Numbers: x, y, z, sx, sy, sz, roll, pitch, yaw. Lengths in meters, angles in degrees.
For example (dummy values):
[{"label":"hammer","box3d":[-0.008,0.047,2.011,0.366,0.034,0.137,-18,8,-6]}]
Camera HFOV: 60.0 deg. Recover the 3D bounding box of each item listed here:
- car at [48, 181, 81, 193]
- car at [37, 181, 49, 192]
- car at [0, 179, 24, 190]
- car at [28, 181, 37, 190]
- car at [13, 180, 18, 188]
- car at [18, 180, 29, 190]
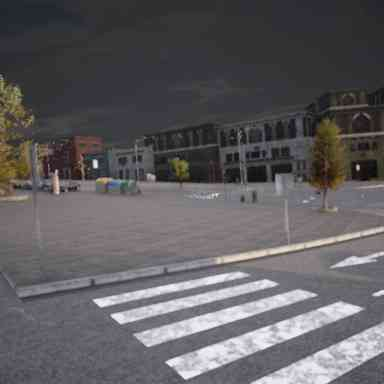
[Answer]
[{"label":"car","box3d":[-19.172,-0.744,51.246,2.163,1.488,4.792,1,7,17]},{"label":"car","box3d":[-21.545,-0.900,53.019,2.231,1.521,4.892,1,6,16]},{"label":"car","box3d":[-33.704,-1.456,61.377,2.231,1.521,4.892,0,6,14]},{"label":"car","box3d":[-23.955,-0.978,54.734,2.002,1.452,4.674,0,6,16]},{"label":"car","box3d":[-28.813,-1.366,58.054,2.185,1.767,4.553,0,6,15]},{"label":"car","box3d":[-26.365,-1.134,56.429,2.097,1.535,5.008,0,6,15]}]
